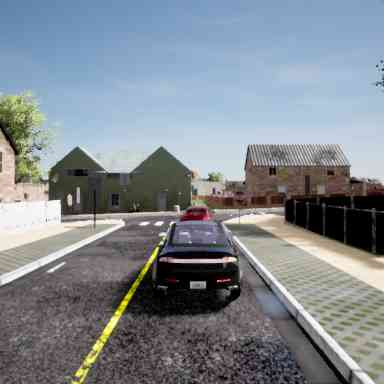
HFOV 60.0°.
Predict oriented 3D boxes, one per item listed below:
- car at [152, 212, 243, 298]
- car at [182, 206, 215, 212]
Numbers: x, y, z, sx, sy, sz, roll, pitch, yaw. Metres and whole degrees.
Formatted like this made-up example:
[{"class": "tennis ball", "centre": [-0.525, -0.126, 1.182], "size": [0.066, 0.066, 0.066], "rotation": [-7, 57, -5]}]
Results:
[{"class": "car", "centre": [0.118, 1.494, 8.529], "size": [2.128, 1.511, 4.902], "rotation": [0, 0, 0]}, {"class": "car", "centre": [0.376, 1.531, 19.716], "size": [1.812, 1.442, 4.674], "rotation": [0, 0, 5]}]
